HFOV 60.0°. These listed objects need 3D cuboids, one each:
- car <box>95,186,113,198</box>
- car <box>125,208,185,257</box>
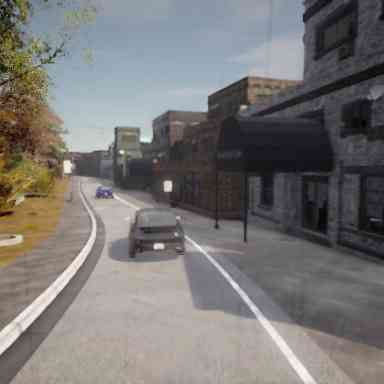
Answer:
[{"bbox_3d":[-11.101,-0.071,41.997,1.812,1.442,4.674,-2,4,-20],"label":"car"},{"bbox_3d":[-1.431,1.356,12.530,1.837,1.490,4.892,-1,1,-10],"label":"car"}]
